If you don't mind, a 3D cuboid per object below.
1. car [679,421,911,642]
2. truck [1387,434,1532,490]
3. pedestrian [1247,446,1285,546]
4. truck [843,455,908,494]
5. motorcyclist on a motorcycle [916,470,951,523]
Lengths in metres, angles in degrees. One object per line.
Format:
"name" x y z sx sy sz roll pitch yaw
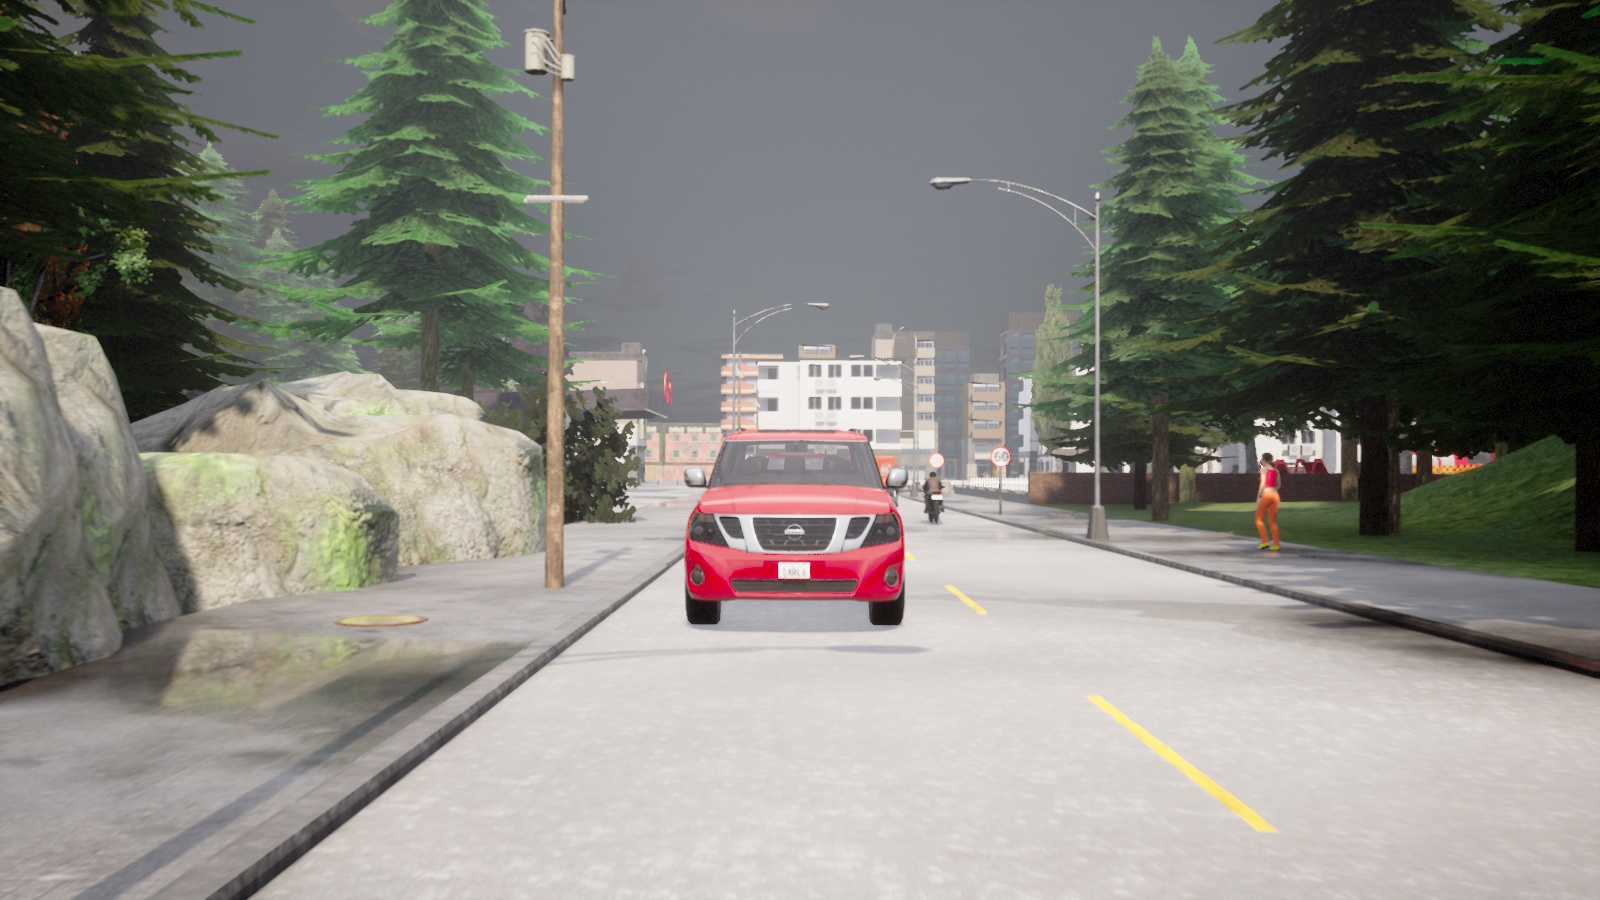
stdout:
"car" -0.035 0.750 14.476 2.150 2.045 5.566 0 0 0
"truck" 45.787 0.832 87.342 8.468 3.827 2.891 0 -1 0
"pedestrian" 8.695 0.855 23.433 0.345 1.836 0.594 0 -1 -18
"truck" 5.064 1.605 83.146 2.627 2.467 5.204 -1 -1 24
"motorcyclist on a motorcycle" 3.905 1.356 36.902 0.797 1.523 2.044 0 -1 0
